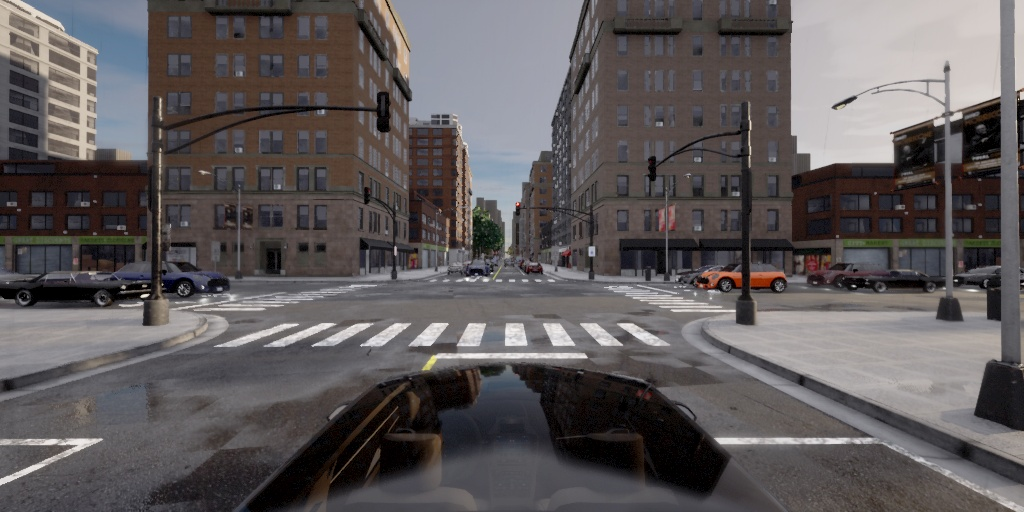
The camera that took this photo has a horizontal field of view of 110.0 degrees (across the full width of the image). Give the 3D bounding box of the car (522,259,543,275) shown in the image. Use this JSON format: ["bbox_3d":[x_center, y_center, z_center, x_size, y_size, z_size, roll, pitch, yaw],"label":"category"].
[{"bbox_3d":[2.438,1.324,39.865,1.888,1.381,4.507,0,0,-1],"label":"car"}]

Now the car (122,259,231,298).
[{"bbox_3d":[-16.456,1.024,17.416,4.553,1.767,2.097,0,0,-1],"label":"car"}]

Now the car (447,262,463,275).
[{"bbox_3d":[-6.088,1.329,39.766,2.007,1.370,4.403,0,0,-1],"label":"car"}]

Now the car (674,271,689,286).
[{"bbox_3d":[13.677,1.347,24.363,4.902,1.511,2.128,0,0,0],"label":"car"}]

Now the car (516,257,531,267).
[{"bbox_3d":[2.239,1.128,56.385,2.192,1.841,5.009,0,0,-1],"label":"car"}]

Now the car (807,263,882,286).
[{"bbox_3d":[22.871,1.249,24.424,4.553,1.767,2.097,0,0,-1],"label":"car"}]

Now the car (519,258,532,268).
[{"bbox_3d":[2.303,1.325,51.048,1.751,1.417,4.829,0,0,-1],"label":"car"}]

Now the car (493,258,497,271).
[{"bbox_3d":[-3.399,1.142,45.529,2.097,1.767,4.553,0,0,-1],"label":"car"}]

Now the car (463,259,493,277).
[{"bbox_3d":[-3.311,1.126,35.657,2.097,1.767,4.553,0,0,0],"label":"car"}]

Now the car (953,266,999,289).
[{"bbox_3d":[32.755,1.446,24.500,4.892,1.490,1.837,0,0,0],"label":"car"}]

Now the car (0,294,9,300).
[{"bbox_3d":[-5.855,1.190,1.406,1.967,1.591,4.097,0,0,0],"label":"car"}]

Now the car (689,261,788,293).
[{"bbox_3d":[13.379,1.181,21.095,4.553,1.767,2.097,0,0,-1],"label":"car"}]

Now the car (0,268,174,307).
[{"bbox_3d":[-16.674,1.246,14.131,4.718,1.301,1.895,0,0,0],"label":"car"}]

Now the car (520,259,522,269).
[{"bbox_3d":[2.372,1.354,45.372,1.948,1.339,4.313,0,0,-1],"label":"car"}]

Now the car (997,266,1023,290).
[{"bbox_3d":[32.304,1.477,21.247,4.181,1.385,1.994,0,0,-1],"label":"car"}]

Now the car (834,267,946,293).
[{"bbox_3d":[22.365,1.469,21.170,4.718,1.301,1.895,0,0,-1],"label":"car"}]

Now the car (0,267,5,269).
[{"bbox_3d":[-25.930,1.182,17.308,5.357,1.411,2.033,0,0,-1],"label":"car"}]
